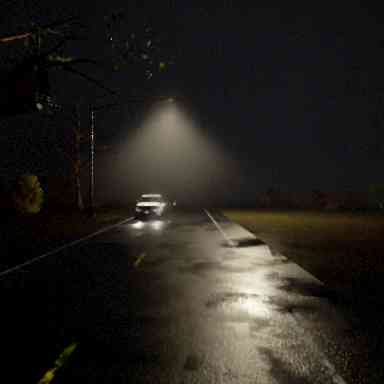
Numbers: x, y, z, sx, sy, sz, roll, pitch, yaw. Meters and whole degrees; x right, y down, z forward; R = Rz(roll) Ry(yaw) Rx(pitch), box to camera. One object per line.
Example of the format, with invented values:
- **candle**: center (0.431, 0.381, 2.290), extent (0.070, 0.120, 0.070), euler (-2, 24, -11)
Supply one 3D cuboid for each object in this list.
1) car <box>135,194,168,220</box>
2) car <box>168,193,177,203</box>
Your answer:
- **car**: center (-3.610, 1.266, 29.374), extent (2.150, 2.045, 5.566), euler (0, 0, 0)
- **car**: center (-4.459, 1.324, 70.786), extent (2.150, 2.045, 5.566), euler (0, 0, -3)
